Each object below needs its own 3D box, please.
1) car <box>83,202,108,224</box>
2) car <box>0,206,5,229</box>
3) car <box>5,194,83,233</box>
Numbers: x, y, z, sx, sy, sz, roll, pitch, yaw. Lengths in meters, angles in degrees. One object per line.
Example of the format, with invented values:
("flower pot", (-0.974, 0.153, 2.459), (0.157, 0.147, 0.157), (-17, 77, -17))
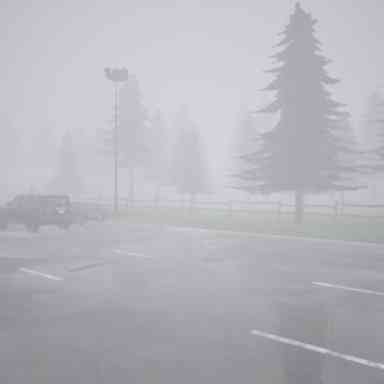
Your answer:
("car", (-7.754, 1.385, 22.420), (4.902, 1.511, 2.128), (0, 0, 36))
("car", (-11.823, 1.385, 16.724), (4.902, 1.511, 2.128), (0, 0, 35))
("car", (-9.038, 1.120, 19.039), (5.566, 2.045, 2.150), (0, 0, 36))
